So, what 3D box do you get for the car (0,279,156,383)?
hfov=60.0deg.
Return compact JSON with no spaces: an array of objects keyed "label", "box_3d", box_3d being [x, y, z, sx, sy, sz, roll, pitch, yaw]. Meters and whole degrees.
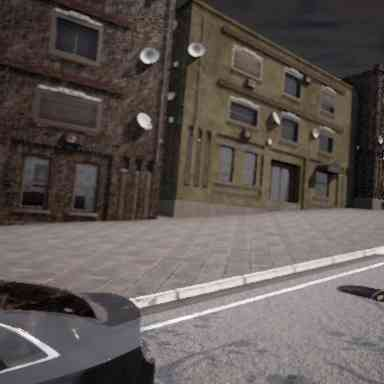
[{"label":"car","box_3d":[-2.602,1.511,2.179,4.892,1.490,1.837,0,0,-35]}]
